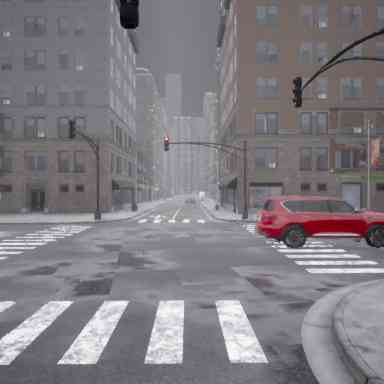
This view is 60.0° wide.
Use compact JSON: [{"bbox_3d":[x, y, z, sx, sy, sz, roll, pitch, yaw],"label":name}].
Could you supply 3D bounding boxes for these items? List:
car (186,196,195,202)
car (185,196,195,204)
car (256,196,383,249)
[{"bbox_3d":[-0.410,1.484,73.744,1.895,1.301,4.718,0,0,0],"label":"car"},{"bbox_3d":[-0.337,1.649,63.739,1.895,1.301,4.718,0,0,0],"label":"car"},{"bbox_3d":[5.519,1.189,13.995,5.566,2.045,2.150,0,0,-1],"label":"car"}]
